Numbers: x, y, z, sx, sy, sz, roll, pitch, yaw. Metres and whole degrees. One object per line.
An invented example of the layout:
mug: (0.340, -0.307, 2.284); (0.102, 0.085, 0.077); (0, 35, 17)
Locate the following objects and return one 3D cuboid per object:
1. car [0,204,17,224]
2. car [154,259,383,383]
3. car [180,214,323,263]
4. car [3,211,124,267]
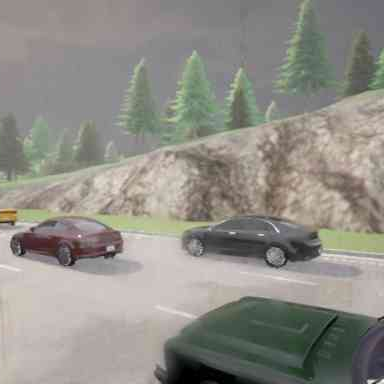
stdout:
car: (-13.763, 1.509, 22.487); (5.008, 1.535, 1.882); (0, 0, 36)
car: (1.982, 1.605, 2.625); (4.718, 1.301, 1.895); (0, 0, 35)
car: (1.834, 1.521, 11.330); (4.892, 1.490, 1.837); (0, 0, 35)
car: (-4.338, 1.542, 11.428); (4.674, 1.442, 1.812); (0, 0, 36)
